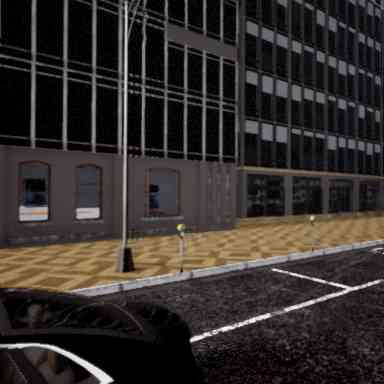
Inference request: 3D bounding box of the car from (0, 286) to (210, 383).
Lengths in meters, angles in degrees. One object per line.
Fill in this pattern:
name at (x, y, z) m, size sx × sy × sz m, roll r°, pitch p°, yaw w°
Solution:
car at (-2.139, 1.501, 1.851) m, size 4.892 × 1.490 × 1.837 m, roll 0°, pitch 0°, yaw -36°
